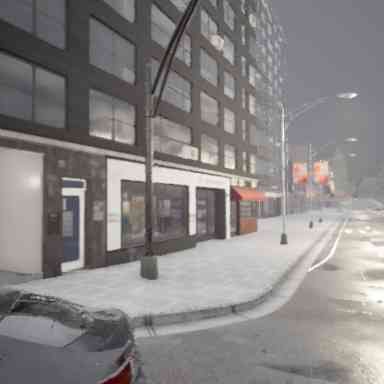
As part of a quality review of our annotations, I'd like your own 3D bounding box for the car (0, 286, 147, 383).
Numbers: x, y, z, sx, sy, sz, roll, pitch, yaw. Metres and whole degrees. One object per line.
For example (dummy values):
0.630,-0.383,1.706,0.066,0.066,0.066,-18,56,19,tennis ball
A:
-2.700,1.513,2.516,4.674,1.442,1.812,2,0,-18,car
